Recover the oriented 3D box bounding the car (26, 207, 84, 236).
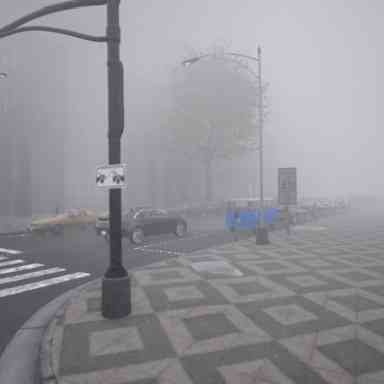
[{"bbox_3d":[-6.757,1.564,18.836,1.752,1.417,4.829,-1,0,36],"label":"car"}]

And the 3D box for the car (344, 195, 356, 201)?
[{"bbox_3d":[39.575,1.401,83.153,2.008,1.369,4.403,-1,-1,36],"label":"car"}]

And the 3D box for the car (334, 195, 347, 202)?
[{"bbox_3d":[33.211,1.415,74.317,1.887,1.381,4.507,-1,-1,36],"label":"car"}]

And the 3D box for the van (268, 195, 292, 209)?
[{"bbox_3d":[11.892,1.292,44.723,1.690,1.788,3.998,-1,0,36],"label":"van"}]

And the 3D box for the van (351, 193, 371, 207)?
[{"bbox_3d":[22.398,1.127,44.724,1.690,1.788,3.998,-1,0,36],"label":"van"}]

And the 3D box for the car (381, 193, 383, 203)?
[{"bbox_3d":[31.991,1.274,58.039,1.752,1.417,4.829,-1,-1,36],"label":"car"}]

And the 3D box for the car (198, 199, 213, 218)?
[{"bbox_3d":[-0.469,1.551,27.555,1.887,1.381,4.507,-1,0,36],"label":"car"}]

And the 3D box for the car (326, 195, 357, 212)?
[{"bbox_3d":[16.073,1.363,35.938,2.008,1.369,4.403,-1,0,36],"label":"car"}]

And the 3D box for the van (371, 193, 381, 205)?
[{"bbox_3d":[28.725,1.102,53.510,1.690,1.788,3.998,-1,-1,36],"label":"van"}]

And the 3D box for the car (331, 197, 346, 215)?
[{"bbox_3d":[12.910,1.408,31.546,1.802,1.307,4.206,-1,0,36],"label":"car"}]

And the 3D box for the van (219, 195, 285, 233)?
[{"bbox_3d":[3.416,1.212,18.369,1.690,1.788,3.998,-1,0,36],"label":"van"}]

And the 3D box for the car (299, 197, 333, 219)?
[{"bbox_3d":[9.746,1.385,27.153,1.887,1.381,4.507,-1,0,36],"label":"car"}]

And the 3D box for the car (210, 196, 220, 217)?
[{"bbox_3d":[2.619,1.307,31.848,2.192,1.841,5.009,-1,0,36],"label":"car"}]

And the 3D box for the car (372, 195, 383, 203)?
[{"bbox_3d":[35.056,1.304,62.293,1.947,1.339,4.313,-1,-1,36],"label":"car"}]

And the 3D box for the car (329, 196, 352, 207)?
[{"bbox_3d":[21.840,1.376,48.674,2.033,1.411,5.357,-1,-1,36],"label":"car"}]

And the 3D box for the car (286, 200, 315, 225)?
[{"bbox_3d":[6.582,1.422,22.760,1.947,1.339,4.313,-1,0,36],"label":"car"}]

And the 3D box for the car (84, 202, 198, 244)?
[{"bbox_3d":[-2.142,1.429,15.379,2.128,1.511,4.902,-1,-1,36],"label":"car"}]

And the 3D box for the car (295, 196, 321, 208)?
[{"bbox_3d":[15.997,1.386,45.695,2.128,1.511,4.902,-1,-1,36],"label":"car"}]

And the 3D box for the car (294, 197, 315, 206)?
[{"bbox_3d":[18.077,1.492,53.305,1.947,1.339,4.313,-1,0,36],"label":"car"}]

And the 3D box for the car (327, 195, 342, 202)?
[{"bbox_3d":[30.029,1.432,69.899,2.008,1.369,4.403,-1,-1,36],"label":"car"}]

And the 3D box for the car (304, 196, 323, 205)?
[{"bbox_3d":[21.069,1.439,57.459,1.752,1.417,4.829,-1,0,36],"label":"car"}]

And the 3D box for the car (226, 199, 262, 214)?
[{"bbox_3d":[5.713,1.528,36.139,2.008,1.369,4.403,-1,0,36],"label":"car"}]

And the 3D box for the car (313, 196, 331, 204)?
[{"bbox_3d":[24.260,1.453,61.889,2.008,1.369,4.403,-1,-1,36],"label":"car"}]
